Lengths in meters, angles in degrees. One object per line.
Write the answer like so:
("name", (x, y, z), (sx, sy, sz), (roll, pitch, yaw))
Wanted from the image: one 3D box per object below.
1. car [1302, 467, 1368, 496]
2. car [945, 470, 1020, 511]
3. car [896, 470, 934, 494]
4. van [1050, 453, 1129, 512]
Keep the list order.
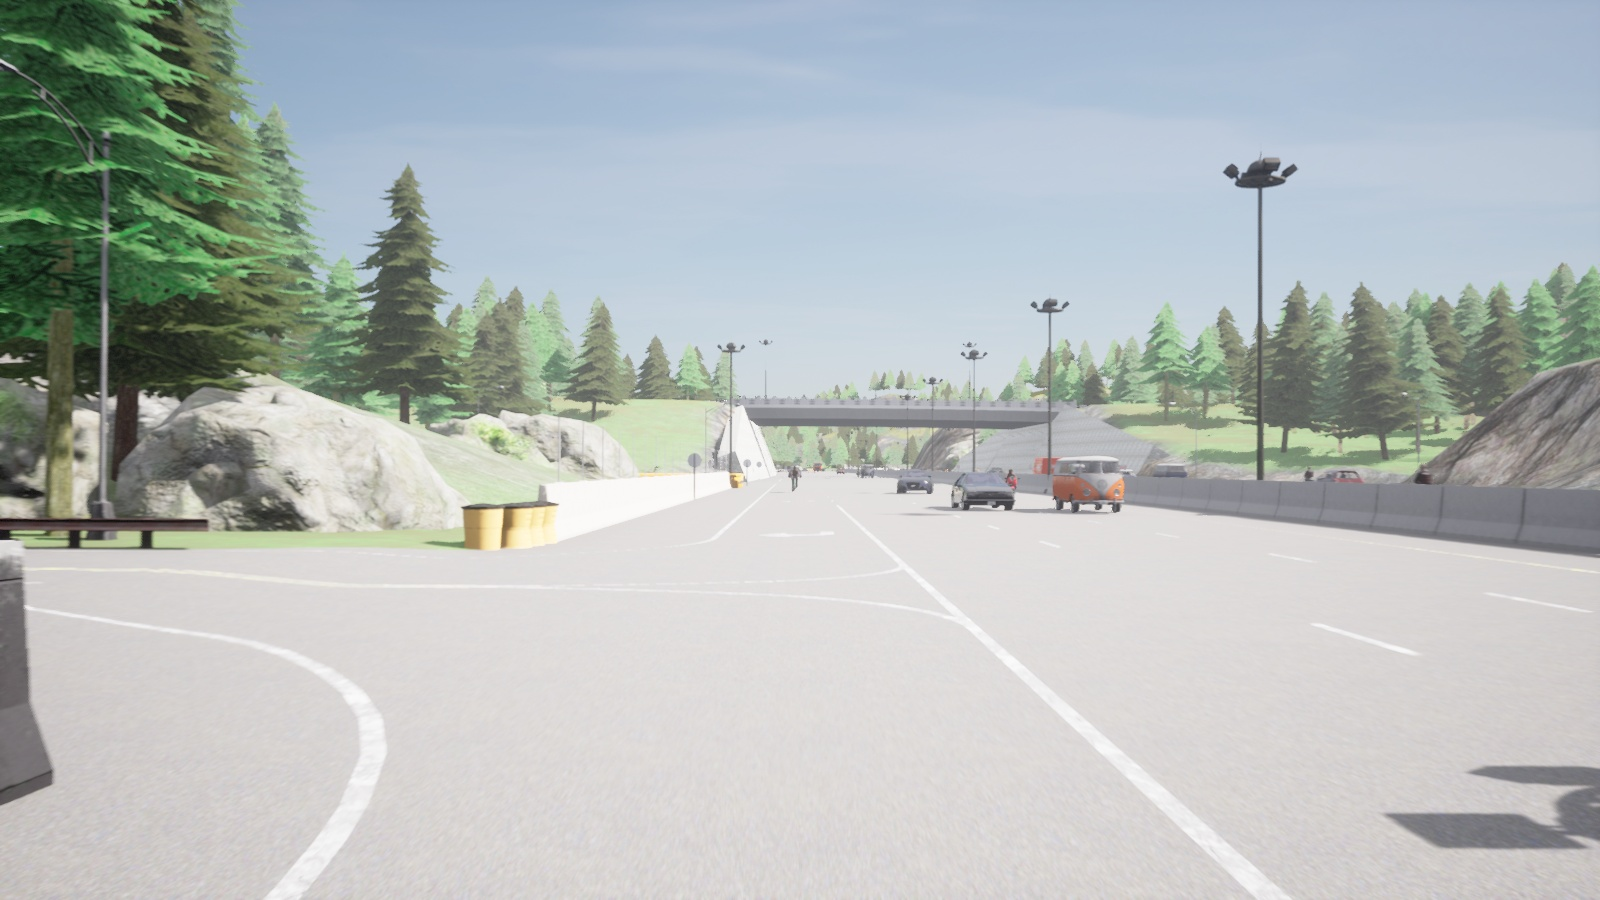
("car", (27.741, 1.617, 65.259), (1.845, 1.501, 3.633), (0, -1, 0))
("car", (6.811, 1.486, 47.341), (2.033, 1.411, 5.357), (0, -1, 0))
("car", (6.885, 1.883, 74.929), (1.994, 1.385, 4.181), (0, -1, 9))
("van", (10.319, 1.146, 45.080), (1.775, 1.987, 4.442), (0, -1, 0))
